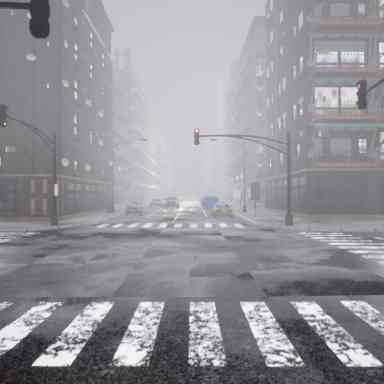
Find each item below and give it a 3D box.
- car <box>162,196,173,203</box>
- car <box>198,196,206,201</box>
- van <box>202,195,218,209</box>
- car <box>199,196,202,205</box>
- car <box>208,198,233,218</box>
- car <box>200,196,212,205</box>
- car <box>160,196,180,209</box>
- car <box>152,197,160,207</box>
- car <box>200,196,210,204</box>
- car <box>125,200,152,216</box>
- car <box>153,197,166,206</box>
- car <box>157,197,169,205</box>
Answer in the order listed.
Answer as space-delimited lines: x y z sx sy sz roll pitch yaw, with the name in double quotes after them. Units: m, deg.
-5.307 1.612 72.270 2.008 1.369 4.403 1 0 0 "car"
2.573 1.626 83.634 1.887 1.381 4.507 1 0 0 "car"
2.609 1.366 44.044 1.690 1.788 3.998 1 0 0 "van"
2.576 1.346 49.697 2.192 1.841 5.009 1 0 0 "car"
2.704 1.537 30.210 1.752 1.417 4.829 1 0 0 "car"
2.575 1.485 61.009 1.967 1.590 4.097 1 0 0 "car"
-2.749 1.369 44.936 2.097 1.767 4.553 0 0 0 "car"
-5.307 1.613 49.638 1.802 1.307 4.206 1 0 0 "car"
2.573 1.603 66.666 2.008 1.369 4.403 1 0 0 "car"
-5.435 1.565 32.665 2.008 1.369 4.403 1 0 0 "car"
-5.306 1.563 55.126 1.752 1.417 4.829 1 0 0 "car"
-5.307 1.627 60.954 1.802 1.307 4.206 1 0 0 "car"
